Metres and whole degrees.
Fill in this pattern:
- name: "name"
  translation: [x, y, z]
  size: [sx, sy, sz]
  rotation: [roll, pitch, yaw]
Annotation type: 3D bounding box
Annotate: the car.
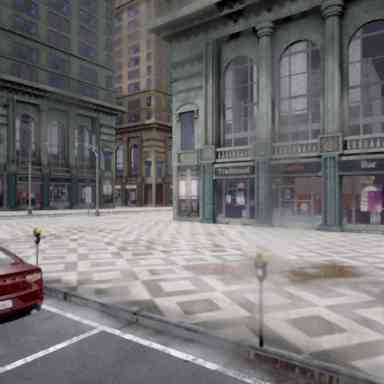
- name: "car"
  translation: [-4.604, 1.543, 6.225]
  size: [4.507, 1.381, 1.887]
  rotation: [0, 0, 35]
